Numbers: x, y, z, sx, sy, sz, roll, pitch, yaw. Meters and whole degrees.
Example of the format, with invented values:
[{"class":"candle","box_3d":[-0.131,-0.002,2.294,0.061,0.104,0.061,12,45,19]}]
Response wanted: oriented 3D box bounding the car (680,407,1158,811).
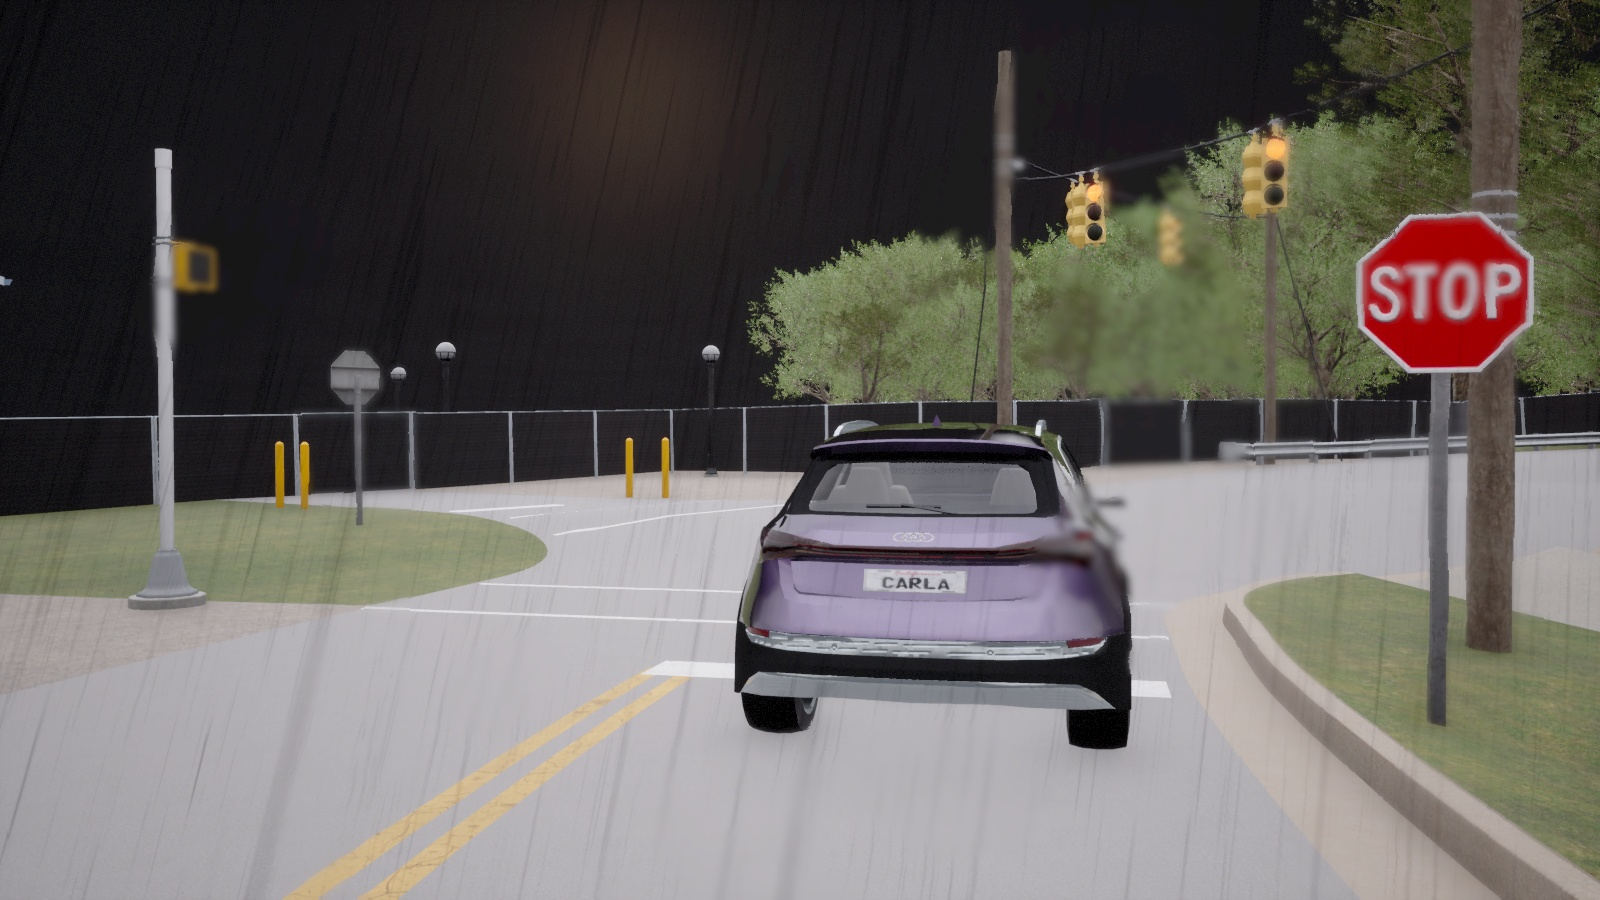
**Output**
[{"class":"car","box_3d":[0.983,0.633,7.710,2.033,1.649,4.856,0,0,12]}]
